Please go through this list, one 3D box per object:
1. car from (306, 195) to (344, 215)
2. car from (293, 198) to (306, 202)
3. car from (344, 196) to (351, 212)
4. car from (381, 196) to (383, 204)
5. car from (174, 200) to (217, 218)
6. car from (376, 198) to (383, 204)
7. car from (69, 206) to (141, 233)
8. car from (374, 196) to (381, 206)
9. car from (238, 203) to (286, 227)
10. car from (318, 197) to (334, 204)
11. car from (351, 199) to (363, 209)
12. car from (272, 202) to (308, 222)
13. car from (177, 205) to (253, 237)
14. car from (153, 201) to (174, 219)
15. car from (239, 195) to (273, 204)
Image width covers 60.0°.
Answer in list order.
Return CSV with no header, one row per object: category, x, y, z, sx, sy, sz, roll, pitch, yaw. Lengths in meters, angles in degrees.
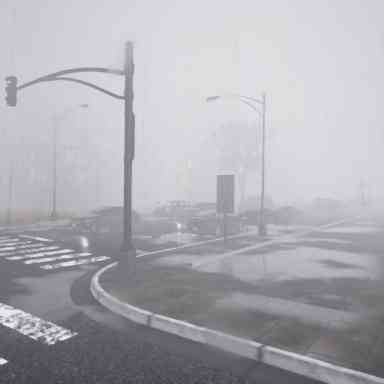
car,15.179,1.568,37.780,2.192,1.841,5.009,1,0,36
car,18.123,1.724,56.071,1.752,1.417,4.829,1,0,36
car,18.441,1.719,42.272,1.967,1.590,4.097,1,0,36
car,41.422,1.782,73.603,2.192,1.841,5.009,1,0,36
car,0.919,1.589,28.301,1.837,1.490,4.892,1,0,36
car,44.708,2.045,78.075,2.008,1.369,4.403,1,0,36
car,-5.086,1.562,20.139,1.812,1.442,4.674,1,0,36
car,34.942,1.939,64.796,1.752,1.417,4.829,1,0,36
car,4.718,1.735,23.483,1.947,1.339,4.313,1,0,36
car,28.090,1.846,69.623,1.947,1.339,4.313,1,0,36
car,24.976,1.772,51.244,1.967,1.590,4.097,1,0,36
car,7.964,1.777,27.898,1.802,1.307,4.206,1,0,36
car,1.470,1.695,19.067,2.008,1.369,4.403,1,0,36
car,-1.612,1.478,29.454,1.967,1.590,4.097,1,0,36
car,7.163,1.355,36.772,2.150,2.045,5.566,1,0,36
